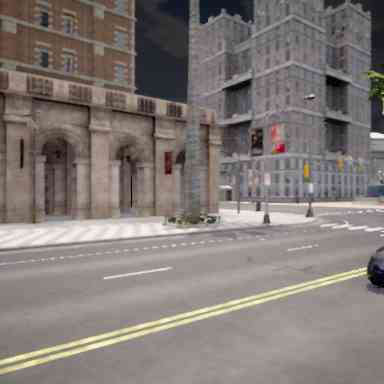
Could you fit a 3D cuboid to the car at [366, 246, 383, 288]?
[{"bbox_3d":[6.122,1.582,8.113,4.181,1.385,1.994,0,0,-35],"label":"car"}]
